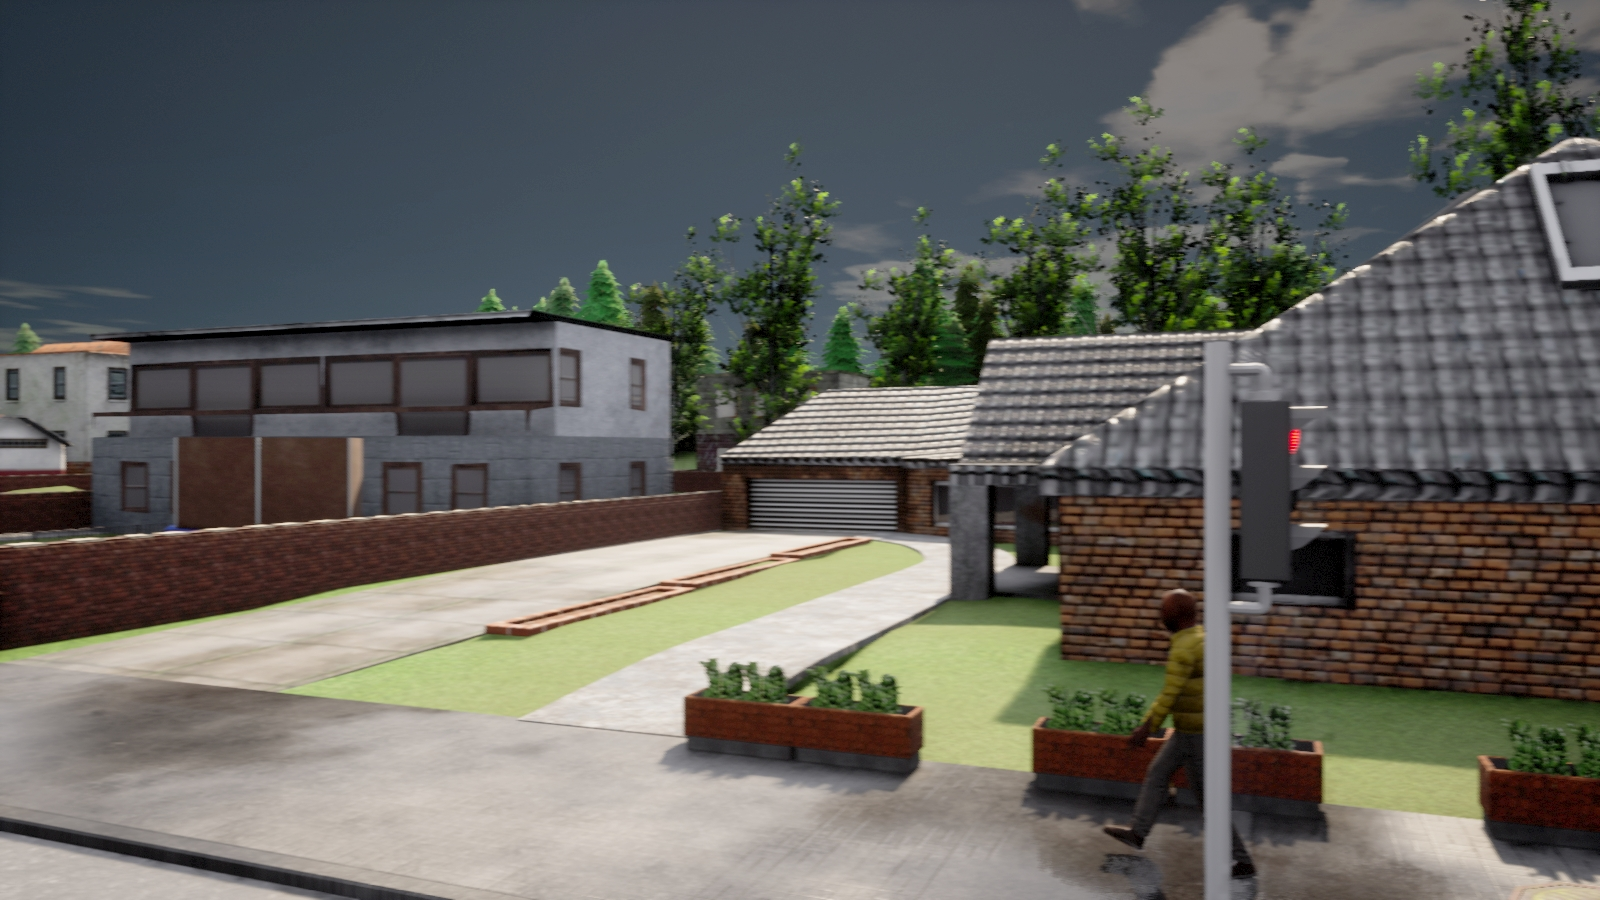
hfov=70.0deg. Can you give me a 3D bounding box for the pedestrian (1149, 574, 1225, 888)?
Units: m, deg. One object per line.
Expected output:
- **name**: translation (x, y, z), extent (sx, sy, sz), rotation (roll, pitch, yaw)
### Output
- **pedestrian**: translation (2.450, 1.739, 7.220), extent (0.375, 1.860, 0.375), rotation (0, 0, 33)
